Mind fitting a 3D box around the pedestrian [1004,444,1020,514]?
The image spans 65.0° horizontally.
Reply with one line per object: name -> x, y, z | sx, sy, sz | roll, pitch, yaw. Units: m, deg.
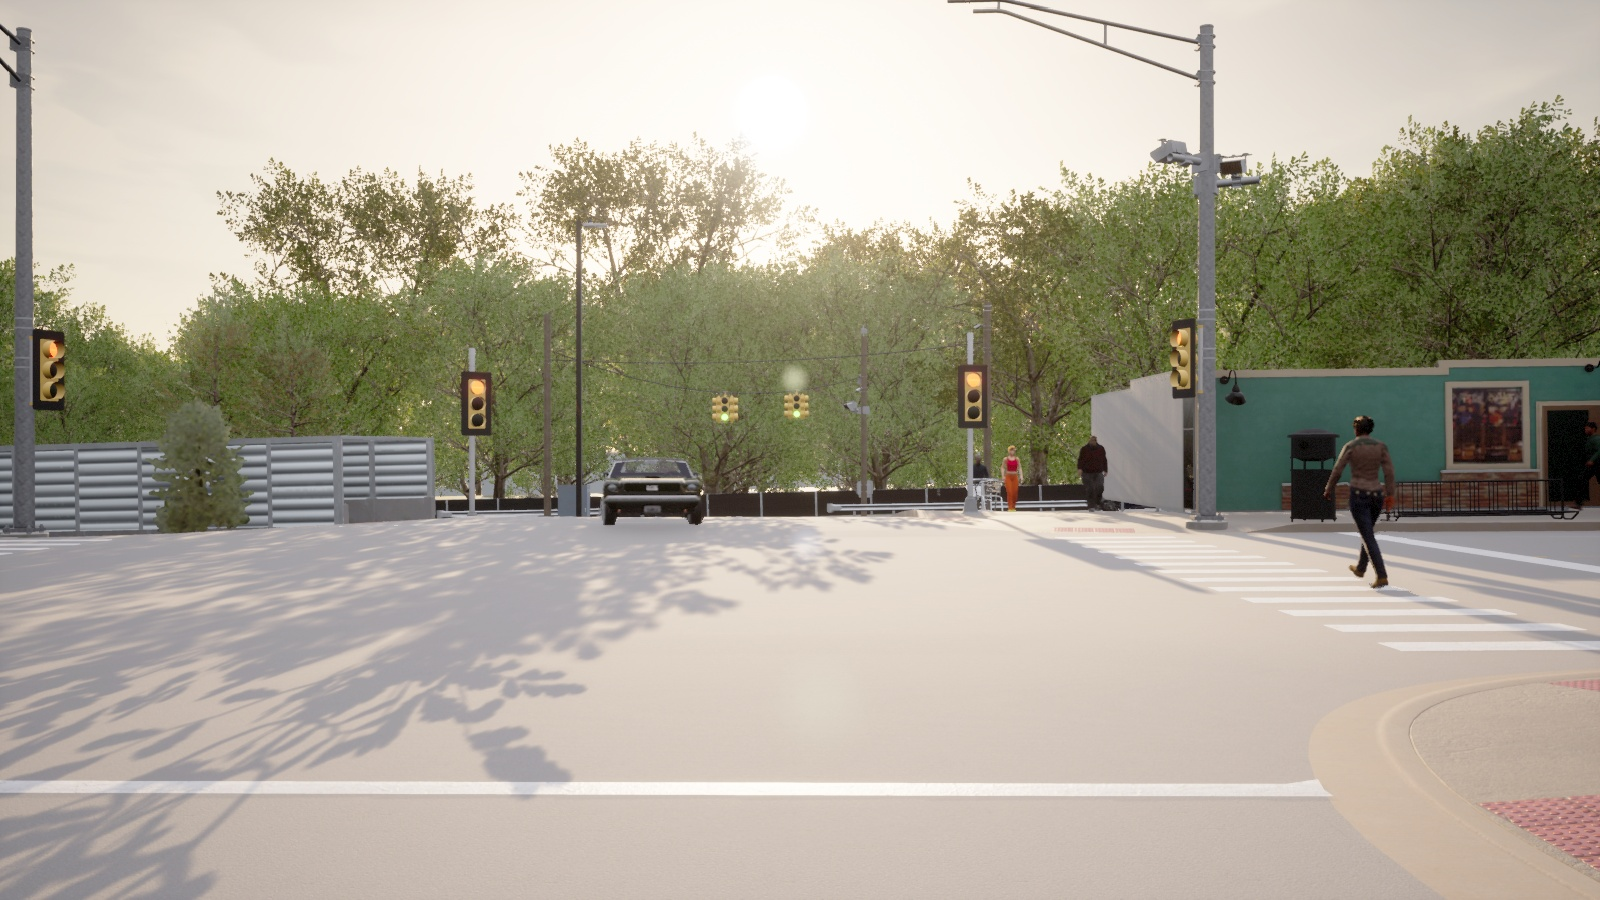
pedestrian -> 5.652, 0.770, 33.502 | 0.345, 1.836, 0.594 | 0, 0, 1

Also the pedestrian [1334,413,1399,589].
pedestrian -> 5.973, 0.520, 13.260 | 0.328, 1.805, 0.869 | 0, 0, 3

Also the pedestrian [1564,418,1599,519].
pedestrian -> 15.456, 0.361, 24.548 | 0.788, 1.949, 0.423 | 0, 0, 3

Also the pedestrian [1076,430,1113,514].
pedestrian -> 6.613, 0.485, 28.255 | 0.634, 1.844, 0.899 | 0, 0, 0

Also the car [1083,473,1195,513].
car -> 15.458, 1.958, 57.472 | 4.611, 1.667, 2.242 | -2, 0, 6

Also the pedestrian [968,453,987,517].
pedestrian -> 5.201, 1.019, 36.760 | 0.402, 1.842, 0.726 | 0, 0, -4

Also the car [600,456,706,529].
car -> -2.970, 0.787, 25.032 | 1.895, 1.301, 4.718 | 0, -1, -8
